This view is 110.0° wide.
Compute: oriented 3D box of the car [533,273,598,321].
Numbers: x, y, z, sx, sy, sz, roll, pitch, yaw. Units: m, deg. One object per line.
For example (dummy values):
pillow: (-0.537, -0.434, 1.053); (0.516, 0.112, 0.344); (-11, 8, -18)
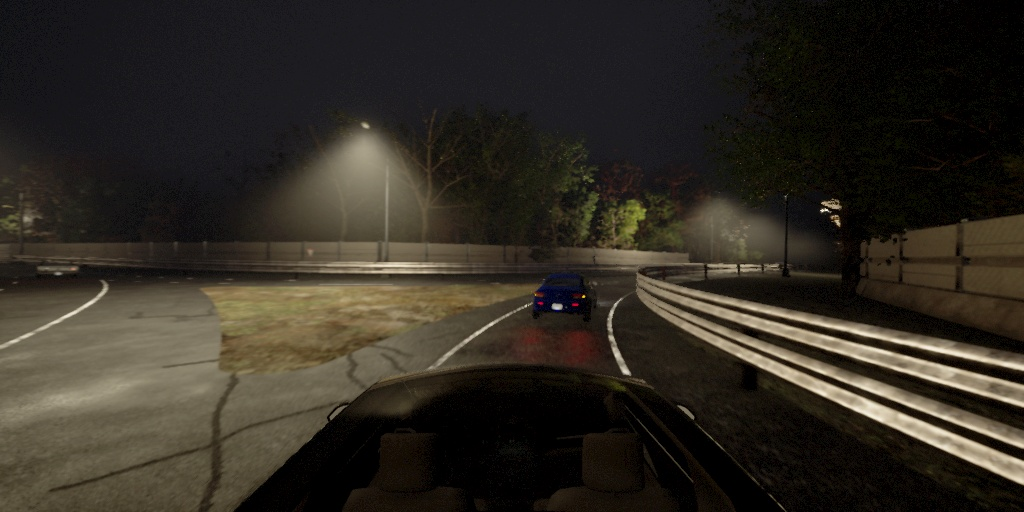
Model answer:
car: (1.971, 1.312, 12.658); (1.812, 1.442, 4.674); (0, 0, 16)

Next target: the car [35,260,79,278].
car: (-34.168, 0.960, 26.911); (4.718, 1.301, 1.895); (1, 0, 36)
